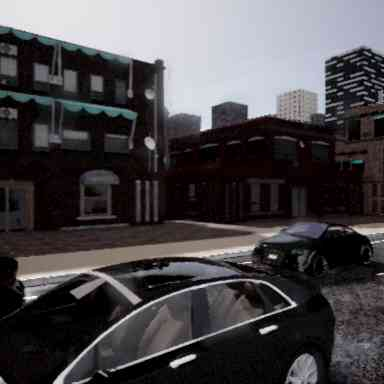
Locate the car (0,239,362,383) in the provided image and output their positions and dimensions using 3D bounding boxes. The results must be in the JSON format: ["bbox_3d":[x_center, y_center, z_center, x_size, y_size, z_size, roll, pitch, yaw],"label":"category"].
[{"bbox_3d":[-0.527,1.516,3.308,4.892,1.490,1.837,1,0,-35],"label":"car"}]

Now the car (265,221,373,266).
[{"bbox_3d":[3.851,1.632,10.425,4.181,1.385,1.994,1,0,-36],"label":"car"}]

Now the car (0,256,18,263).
[{"bbox_3d":[-4.898,1.465,4.181,5.008,1.535,1.882,1,0,-35],"label":"car"}]
